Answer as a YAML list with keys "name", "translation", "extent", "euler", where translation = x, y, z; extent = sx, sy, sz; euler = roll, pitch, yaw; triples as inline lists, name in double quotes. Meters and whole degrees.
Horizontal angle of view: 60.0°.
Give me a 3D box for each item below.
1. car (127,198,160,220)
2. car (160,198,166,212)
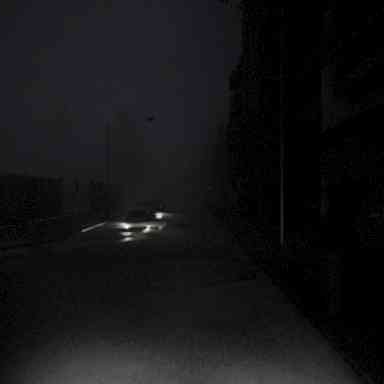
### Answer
- name: "car"
  translation: [-4.091, 1.438, 27.445]
  extent: [1.882, 1.535, 5.008]
  euler: [0, 0, 0]
- name: "car"
  translation: [-4.057, 1.450, 37.472]
  extent: [1.837, 1.490, 4.892]
  euler: [0, 0, 1]
